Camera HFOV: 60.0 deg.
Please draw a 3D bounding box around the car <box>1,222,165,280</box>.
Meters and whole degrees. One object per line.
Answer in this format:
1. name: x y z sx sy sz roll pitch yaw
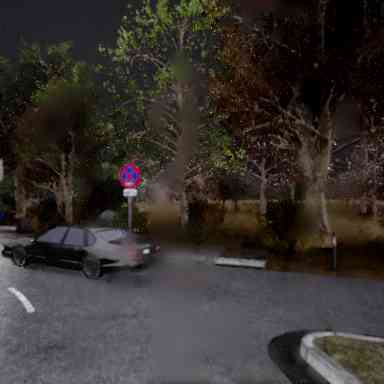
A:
1. car: -3.473 1.666 10.328 5.357 1.411 2.033 1 0 28
